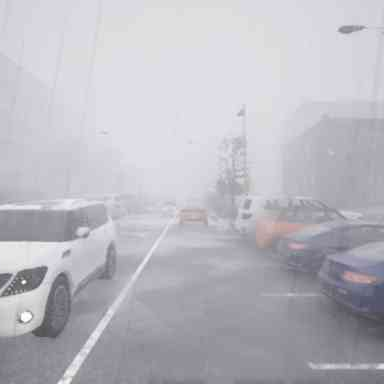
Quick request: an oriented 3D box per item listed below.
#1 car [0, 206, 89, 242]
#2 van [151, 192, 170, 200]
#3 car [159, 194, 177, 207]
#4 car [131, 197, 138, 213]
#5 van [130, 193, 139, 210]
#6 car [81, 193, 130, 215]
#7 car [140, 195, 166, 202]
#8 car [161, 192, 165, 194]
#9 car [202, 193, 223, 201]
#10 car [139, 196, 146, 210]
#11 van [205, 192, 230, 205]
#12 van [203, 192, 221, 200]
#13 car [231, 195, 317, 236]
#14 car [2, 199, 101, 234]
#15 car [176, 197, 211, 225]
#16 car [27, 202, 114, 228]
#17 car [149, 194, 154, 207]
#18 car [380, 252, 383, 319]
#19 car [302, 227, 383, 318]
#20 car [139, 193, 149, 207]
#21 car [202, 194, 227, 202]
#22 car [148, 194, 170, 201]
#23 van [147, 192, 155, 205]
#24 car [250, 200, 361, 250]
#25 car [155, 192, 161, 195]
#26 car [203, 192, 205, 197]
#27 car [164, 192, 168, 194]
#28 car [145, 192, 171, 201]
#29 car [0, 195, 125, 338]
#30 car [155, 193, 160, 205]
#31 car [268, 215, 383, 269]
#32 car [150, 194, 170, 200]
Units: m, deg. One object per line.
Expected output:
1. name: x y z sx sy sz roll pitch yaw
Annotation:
1. car: -7.618 1.457 15.757 4.792 1.488 2.163 0 0 0
2. van: -7.759 1.051 82.780 4.442 1.987 1.878 0 -1 0
3. car: -3.085 1.391 47.872 2.033 1.411 5.357 0 0 0
4. car: -7.675 1.412 29.725 4.792 1.488 2.163 0 0 0
5. van: -7.763 1.148 32.520 4.442 1.987 1.878 0 0 0
6. car: -7.675 1.149 24.138 5.566 2.045 2.435 0 0 0
7. car: -7.673 1.294 66.044 4.792 1.488 2.163 0 0 0
8. car: -7.830 1.289 57.663 5.366 1.575 1.946 0 0 0
9. car: 4.656 1.112 74.687 4.553 1.767 2.185 0 0 0
10. car: -7.644 1.404 35.314 4.674 1.452 2.002 0 0 0
11. van: 4.802 1.075 55.147 4.442 1.987 1.878 0 0 0
12. van: 4.804 1.021 80.253 4.442 1.987 1.878 0 -1 0
13. car: 4.710 1.181 14.707 5.566 2.045 2.435 0 0 0
14. car: -7.679 1.293 18.552 4.553 1.767 2.185 0 0 0
15. car: 0.102 1.400 23.696 1.882 1.535 5.008 0 0 0
16. car: -7.677 1.439 21.346 4.792 1.488 2.163 0 0 0
17. car: -7.641 1.346 40.776 5.008 1.535 2.097 0 0 0
18. car: 4.710 1.500 2.955 4.792 1.488 2.163 0 0 0
19. car: 4.678 1.501 5.894 4.674 1.452 2.002 0 0 0
20. car: -7.677 1.230 38.106 4.553 1.767 2.185 0 0 0
21. car: 4.872 1.244 71.769 5.366 1.575 1.946 0 0 0
22. car: -7.642 1.232 77.159 5.008 1.535 2.097 0 0 0
23. van: -7.529 1.111 43.694 4.442 1.987 1.878 0 0 0
24. car: 4.650 1.316 11.894 4.553 1.767 2.185 0 0 0
25. car: -7.613 1.184 52.074 4.553 1.767 2.185 0 0 0
26. car: 4.714 1.040 57.938 5.566 2.045 2.435 0 0 0
27. car: -7.830 1.271 63.250 5.366 1.575 1.946 0 0 0
28. car: -7.615 0.986 74.424 5.566 2.045 2.435 0 0 0
29. car: -3.099 1.198 6.912 2.150 2.045 5.566 0 0 0
30. car: -7.639 1.320 49.283 4.892 1.521 2.231 0 0 0
31. car: 4.678 1.491 8.956 4.674 1.452 2.002 0 0 0
32. car: -7.672 1.273 79.991 4.792 1.488 2.163 0 0 0
